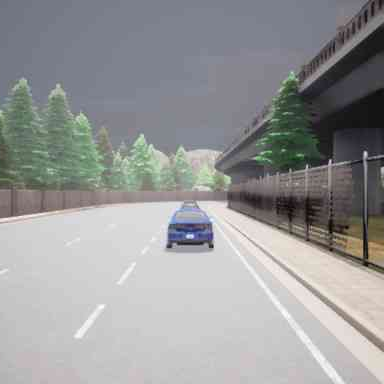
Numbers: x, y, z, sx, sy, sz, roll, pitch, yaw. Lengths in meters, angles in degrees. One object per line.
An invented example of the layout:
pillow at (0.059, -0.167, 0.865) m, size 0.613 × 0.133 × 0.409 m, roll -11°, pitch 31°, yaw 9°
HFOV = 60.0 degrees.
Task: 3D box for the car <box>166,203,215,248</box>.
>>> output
car at (-0.074, 1.485, 14.678) m, size 1.882 × 1.535 × 5.008 m, roll 0°, pitch 0°, yaw 0°
